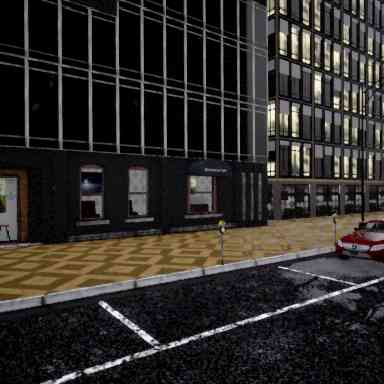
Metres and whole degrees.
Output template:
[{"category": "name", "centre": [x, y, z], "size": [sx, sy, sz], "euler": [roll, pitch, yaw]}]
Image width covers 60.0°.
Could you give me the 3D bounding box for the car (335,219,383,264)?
[{"category": "car", "centre": [6.587, 1.580, 11.240], "size": [4.206, 1.307, 1.802], "euler": [0, 0, -35]}]
